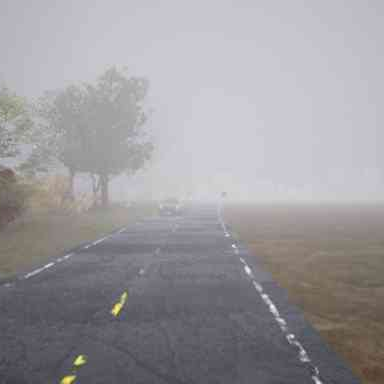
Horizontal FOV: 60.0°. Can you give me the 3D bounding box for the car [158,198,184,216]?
[{"bbox_3d":[-1.947,1.348,32.248,2.097,1.767,4.553,0,0,4],"label":"car"}]
